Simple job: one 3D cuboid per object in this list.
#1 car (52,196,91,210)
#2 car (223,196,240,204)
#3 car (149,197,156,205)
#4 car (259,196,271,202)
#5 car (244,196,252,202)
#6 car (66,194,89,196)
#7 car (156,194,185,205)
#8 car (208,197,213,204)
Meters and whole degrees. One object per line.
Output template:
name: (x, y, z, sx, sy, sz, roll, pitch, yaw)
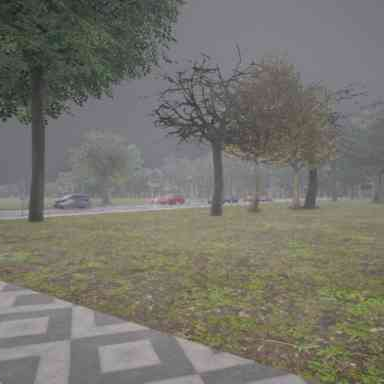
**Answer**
car: (-15.653, 1.640, 43.836, 1.994, 1.385, 4.181, -1, 0, 35)
car: (7.566, 1.574, 65.009, 1.837, 1.490, 4.892, -1, -1, 35)
car: (-6.096, 1.505, 62.771, 2.097, 1.767, 4.553, -1, -1, 35)
car: (17.263, 1.670, 78.860, 1.994, 1.385, 4.181, -1, -1, 35)
car: (14.009, 1.674, 79.889, 1.812, 1.442, 4.674, -1, -1, 35)
car: (-17.049, 1.330, 47.492, 2.150, 2.045, 5.566, -1, 0, 35)
car: (-3.491, 1.343, 60.828, 2.150, 2.045, 5.566, -1, -1, 35)
car: (4.907, 1.668, 66.880, 1.994, 1.385, 4.181, -1, -1, 35)
